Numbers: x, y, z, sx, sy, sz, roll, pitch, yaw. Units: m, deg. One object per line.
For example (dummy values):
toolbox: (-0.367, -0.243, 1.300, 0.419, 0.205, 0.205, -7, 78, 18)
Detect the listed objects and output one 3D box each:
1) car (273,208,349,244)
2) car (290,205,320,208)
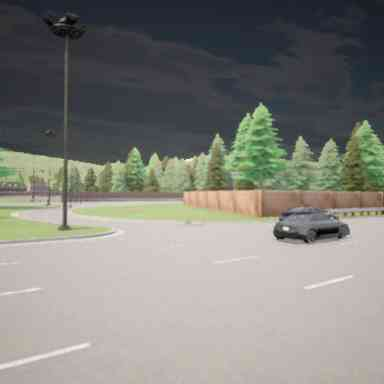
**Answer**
car: (5.999, 1.692, 16.627, 4.181, 1.385, 1.994, 1, 0, -36)
car: (7.839, 1.675, 22.238, 4.892, 1.490, 1.837, 1, 0, -36)
